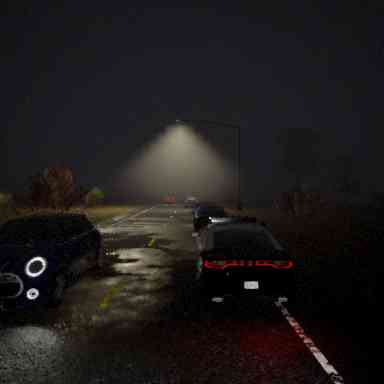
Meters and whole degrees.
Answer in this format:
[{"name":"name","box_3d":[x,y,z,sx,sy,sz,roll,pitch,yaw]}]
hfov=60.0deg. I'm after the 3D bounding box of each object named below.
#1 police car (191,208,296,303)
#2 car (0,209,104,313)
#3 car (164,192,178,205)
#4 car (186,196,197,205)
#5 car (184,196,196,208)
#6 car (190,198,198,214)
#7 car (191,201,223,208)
[{"name":"police car","box_3d":[1.031,1.419,8.397,1.930,1.638,5.238,0,0,0]},{"name":"car","box_3d":[-3.618,1.346,7.895,2.097,1.767,4.553,0,0,0]},{"name":"car","box_3d":[-3.664,1.106,58.459,2.150,2.045,5.566,0,0,0]},{"name":"car","box_3d":[-0.143,1.407,59.126,1.812,1.442,4.674,0,0,0]},{"name":"car","box_3d":[-0.072,1.415,45.792,2.128,1.511,4.902,0,0,0]},{"name":"car","box_3d":[0.995,1.450,24.290,1.882,1.535,5.008,0,0,0]},{"name":"car","box_3d":[1.008,1.488,18.288,1.837,1.490,4.892,0,0,0]}]
